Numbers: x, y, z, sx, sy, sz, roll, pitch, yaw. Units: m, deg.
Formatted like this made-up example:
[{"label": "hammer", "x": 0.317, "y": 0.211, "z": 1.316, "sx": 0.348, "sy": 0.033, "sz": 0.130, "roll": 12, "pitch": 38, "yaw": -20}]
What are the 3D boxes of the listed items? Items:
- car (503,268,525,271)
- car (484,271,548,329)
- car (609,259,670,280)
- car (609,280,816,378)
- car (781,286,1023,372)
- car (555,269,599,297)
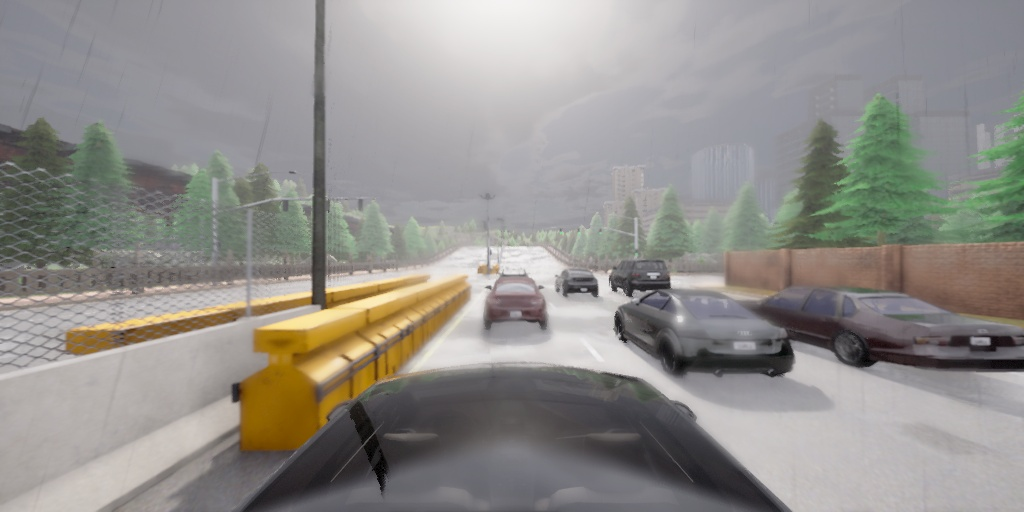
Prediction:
[{"label": "car", "x": 0.117, "y": 1.484, "z": 22.643, "sx": 2.128, "sy": 1.511, "sz": 4.902, "roll": 0, "pitch": -1, "yaw": 0}, {"label": "car", "x": 0.108, "y": 1.391, "z": 11.671, "sx": 1.812, "sy": 1.442, "sz": 4.674, "roll": 0, "pitch": -1, "yaw": 0}, {"label": "car", "x": 7.239, "y": 1.193, "z": 20.754, "sx": 2.150, "sy": 2.045, "sz": 5.566, "roll": 0, "pitch": 0, "yaw": 2}, {"label": "car", "x": 3.603, "y": 1.382, "z": 7.564, "sx": 1.994, "sy": 1.385, "sz": 4.181, "roll": 0, "pitch": -1, "yaw": 0}, {"label": "car", "x": 7.105, "y": 1.370, "z": 7.949, "sx": 2.033, "sy": 1.411, "sz": 5.357, "roll": 0, "pitch": -1, "yaw": 0}, {"label": "car", "x": 3.615, "y": 1.471, "z": 20.451, "sx": 1.837, "sy": 1.490, "sz": 4.892, "roll": 0, "pitch": -1, "yaw": 0}]
